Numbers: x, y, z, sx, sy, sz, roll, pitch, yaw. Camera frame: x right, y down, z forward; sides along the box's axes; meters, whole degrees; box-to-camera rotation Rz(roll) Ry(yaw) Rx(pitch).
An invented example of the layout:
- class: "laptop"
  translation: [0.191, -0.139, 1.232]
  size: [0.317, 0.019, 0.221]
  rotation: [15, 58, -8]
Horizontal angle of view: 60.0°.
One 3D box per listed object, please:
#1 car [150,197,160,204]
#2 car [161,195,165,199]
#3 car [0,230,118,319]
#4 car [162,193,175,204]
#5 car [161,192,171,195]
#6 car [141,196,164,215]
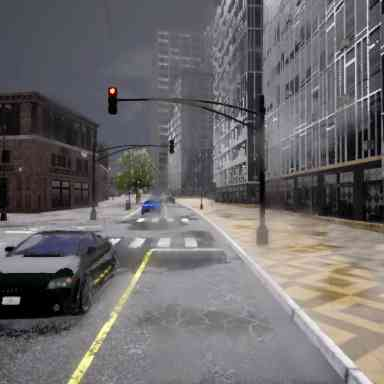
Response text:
- class: "car"
  translation: [-7.413, 1.587, 66.736]
  size: [1.895, 1.301, 4.718]
  rotation: [0, 0, -7]
- class: "car"
  translation: [-5.125, 1.556, 46.130]
  size: [1.994, 1.385, 4.181]
  rotation: [0, 0, -5]
- class: "car"
  translation: [-2.953, 1.565, 7.361]
  size: [1.994, 1.385, 4.181]
  rotation: [0, 0, -1]
- class: "car"
  translation: [-4.287, 1.498, 64.299]
  size: [1.837, 1.490, 4.892]
  rotation: [0, 0, -8]
- class: "car"
  translation: [-5.756, 1.045, 74.638]
  size: [2.150, 2.045, 5.566]
  rotation: [0, 0, -9]
- class: "car"
  translation: [-4.174, 1.475, 34.659]
  size: [1.882, 1.535, 5.008]
  rotation: [0, 0, -4]
